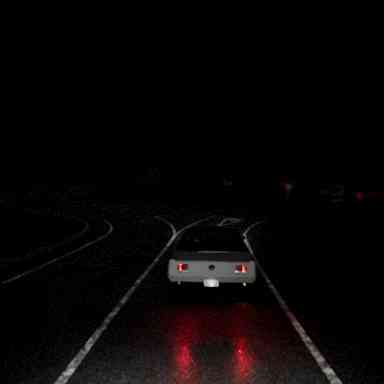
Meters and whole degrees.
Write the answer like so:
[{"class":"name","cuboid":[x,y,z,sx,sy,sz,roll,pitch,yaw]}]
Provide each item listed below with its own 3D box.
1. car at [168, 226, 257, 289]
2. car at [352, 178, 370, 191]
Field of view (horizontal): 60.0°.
[{"class":"car","cuboid":[0.543,1.599,9.153,1.895,1.301,4.718,0,0,3]},{"class":"car","cuboid":[21.016,-1.022,42.109,1.812,1.442,4.674,1,5,10]}]
